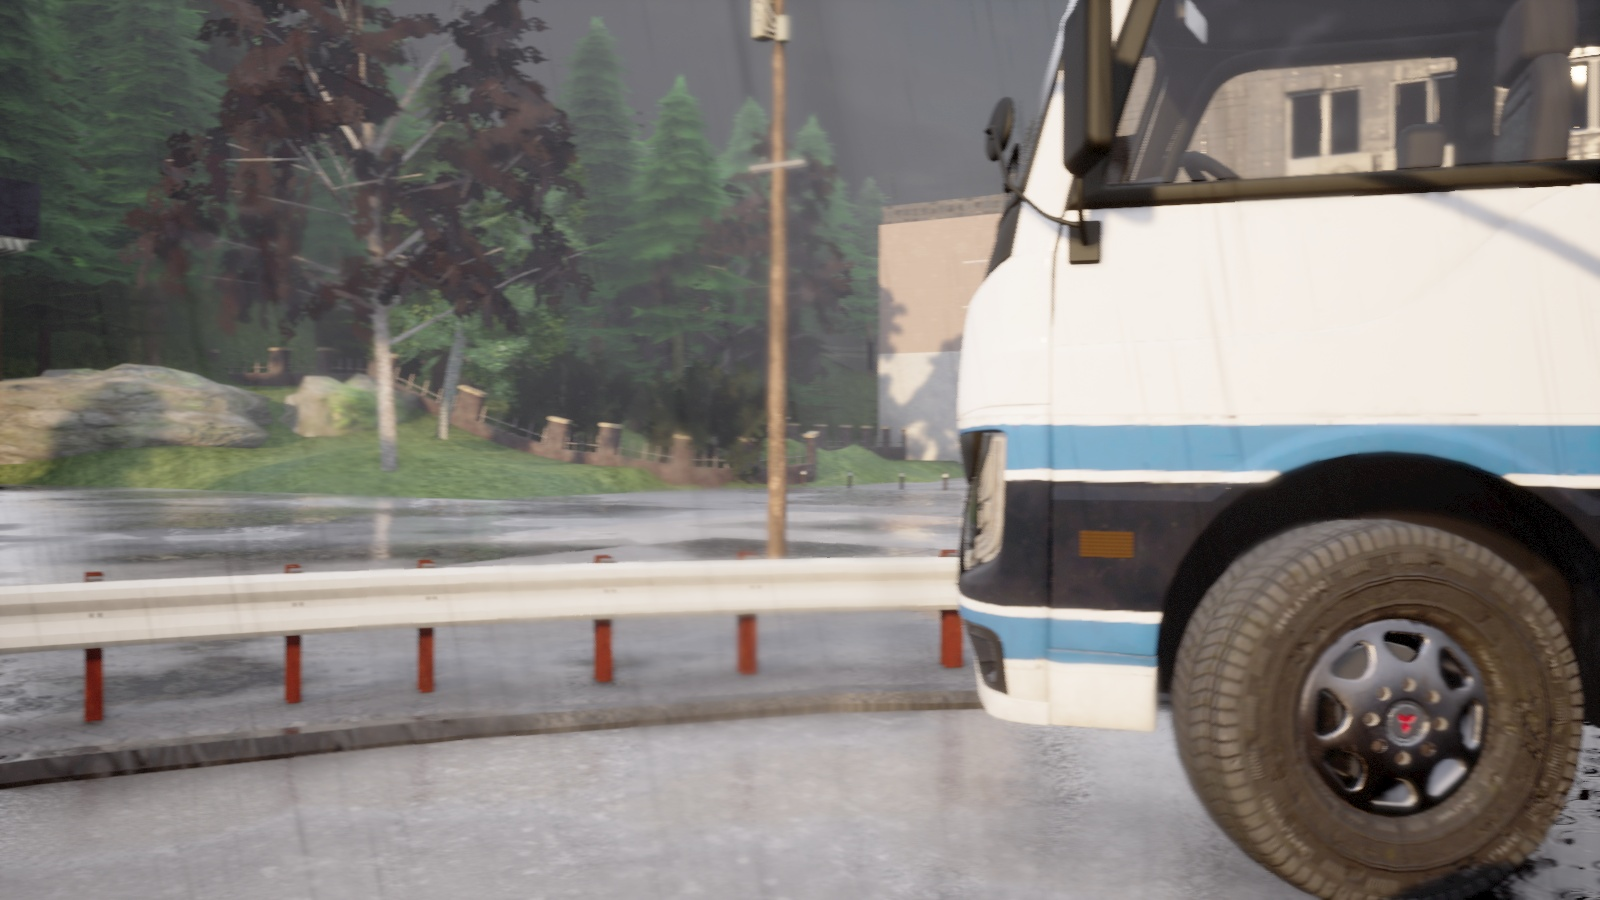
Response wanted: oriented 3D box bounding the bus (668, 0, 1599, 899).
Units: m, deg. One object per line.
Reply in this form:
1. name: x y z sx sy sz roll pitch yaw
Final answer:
1. bus: 5.066 -0.640 4.519 10.273 4.253 3.944 0 -1 17
